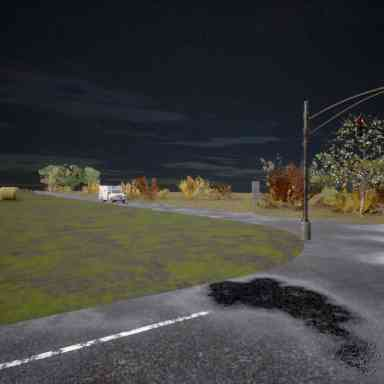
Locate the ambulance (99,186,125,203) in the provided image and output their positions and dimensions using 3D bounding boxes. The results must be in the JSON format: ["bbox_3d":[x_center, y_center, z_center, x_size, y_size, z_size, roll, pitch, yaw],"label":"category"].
[{"bbox_3d":[-11.962,0.341,50.021,2.351,2.431,6.366,2,0,-32],"label":"ambulance"}]
